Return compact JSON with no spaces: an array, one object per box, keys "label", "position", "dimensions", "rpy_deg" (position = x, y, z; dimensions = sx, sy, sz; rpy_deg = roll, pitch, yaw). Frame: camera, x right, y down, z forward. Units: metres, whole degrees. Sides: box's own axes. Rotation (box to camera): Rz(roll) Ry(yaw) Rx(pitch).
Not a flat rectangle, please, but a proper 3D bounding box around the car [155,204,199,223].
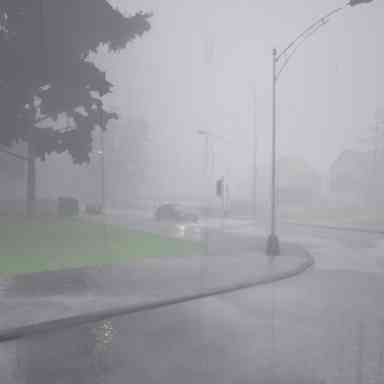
[{"label":"car","position":[-1.352,1.699,27.167],"dimensions":[1.812,1.442,4.674],"rpy_deg":[1,0,-36]}]
